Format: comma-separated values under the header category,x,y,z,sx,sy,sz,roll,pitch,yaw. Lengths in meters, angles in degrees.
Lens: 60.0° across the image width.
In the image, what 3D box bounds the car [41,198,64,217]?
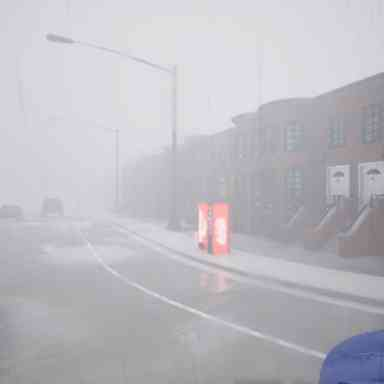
category,x,y,z,sx,sy,sz,roll,pitch,yaw
car,-15.612,1.672,37.203,2.150,2.045,5.566,1,-1,-22

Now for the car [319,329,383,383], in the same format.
category,x,y,z,sx,sy,sz,roll,pitch,yaw
car,3.256,1.519,1.628,5.008,1.535,1.882,0,0,32

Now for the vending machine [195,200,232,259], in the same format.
category,x,y,z,sx,sy,sz,roll,pitch,yaw
vending machine,0.822,1.379,12.697,1.100,2.100,0.880,1,-1,-26

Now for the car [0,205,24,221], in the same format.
category,x,y,z,sx,sy,sz,roll,pitch,yaw
car,-16.758,1.905,30.798,2.033,1.411,5.357,1,-1,-22
